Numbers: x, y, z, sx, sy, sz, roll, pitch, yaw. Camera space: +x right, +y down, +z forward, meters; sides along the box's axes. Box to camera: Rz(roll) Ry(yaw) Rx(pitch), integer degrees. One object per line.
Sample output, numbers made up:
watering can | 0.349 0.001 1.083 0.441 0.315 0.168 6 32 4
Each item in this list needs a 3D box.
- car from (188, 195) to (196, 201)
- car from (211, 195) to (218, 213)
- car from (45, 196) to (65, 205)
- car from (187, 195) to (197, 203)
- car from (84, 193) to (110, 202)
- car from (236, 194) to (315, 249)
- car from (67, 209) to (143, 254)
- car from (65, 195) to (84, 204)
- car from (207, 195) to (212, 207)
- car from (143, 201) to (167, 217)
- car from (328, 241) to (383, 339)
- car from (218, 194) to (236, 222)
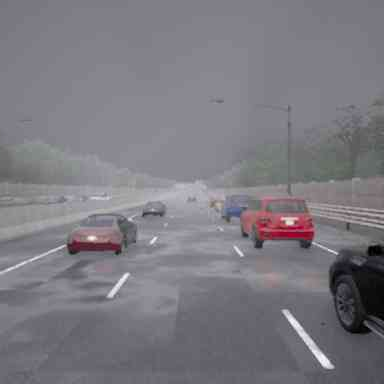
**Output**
car | -0.021 1.382 83.650 2.033 1.411 5.357 0 0 0
car | 3.490 1.396 36.750 1.801 1.575 5.366 0 0 0
car | -21.072 1.434 51.715 1.837 1.490 4.892 0 0 0
car | -0.018 1.393 68.216 1.882 1.535 5.008 0 0 0
car | -14.071 1.153 50.449 2.150 2.045 5.566 0 0 0
car | 3.496 1.194 14.586 2.150 2.045 5.566 0 0 0
car | -3.404 1.538 13.319 1.994 1.385 4.181 0 0 0
car | -17.579 1.282 51.973 2.097 1.767 4.553 0 0 0
car | 3.487 1.434 47.563 1.837 1.490 4.892 0 0 0
car | -3.408 1.510 30.829 1.994 1.385 4.181 0 0 0
car | 3.498 1.214 3.584 2.150 2.045 5.566 0 0 0
car | 3.493 1.176 25.588 2.150 2.045 5.566 0 0 0
